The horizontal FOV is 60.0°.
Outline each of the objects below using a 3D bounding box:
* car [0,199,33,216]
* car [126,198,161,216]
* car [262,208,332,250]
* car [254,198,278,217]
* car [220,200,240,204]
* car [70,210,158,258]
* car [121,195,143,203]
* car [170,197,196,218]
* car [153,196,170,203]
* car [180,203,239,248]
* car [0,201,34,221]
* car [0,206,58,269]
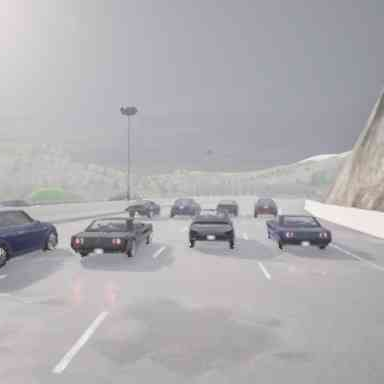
[{"bbox_3d":[-17.977,1.451,32.637,1.837,1.490,4.892,0,0,10],"label":"car"},{"bbox_3d":[-4.109,1.484,29.579,1.837,1.490,4.892,0,0,10],"label":"car"},{"bbox_3d":[4.379,1.605,14.422,1.895,1.301,4.718,0,0,5],"label":"car"},{"bbox_3d":[6.886,1.355,31.231,2.097,1.767,4.553,0,0,11],"label":"car"},{"bbox_3d":[3.545,1.473,32.402,1.882,1.535,5.008,0,0,11],"label":"car"},{"bbox_3d":[-2.790,1.589,12.783,1.895,1.301,4.718,0,0,4],"label":"car"},{"bbox_3d":[-12.074,1.461,66.890,2.128,1.511,4.902,0,0,21],"label":"car"},{"bbox_3d":[-0.483,1.339,29.916,2.097,1.767,4.553,0,0,10],"label":"car"},{"bbox_3d":[-6.533,1.489,71.344,1.994,1.385,4.181,0,0,22],"label":"car"},{"bbox_3d":[0.940,1.488,14.921,2.128,1.511,4.902,0,0,5],"label":"car"},{"bbox_3d":[-15.289,1.518,27.497,1.994,1.385,4.181,0,0,9],"label":"car"},{"bbox_3d":[-6.386,1.333,11.164,2.097,1.767,4.553,0,0,4],"label":"car"}]
